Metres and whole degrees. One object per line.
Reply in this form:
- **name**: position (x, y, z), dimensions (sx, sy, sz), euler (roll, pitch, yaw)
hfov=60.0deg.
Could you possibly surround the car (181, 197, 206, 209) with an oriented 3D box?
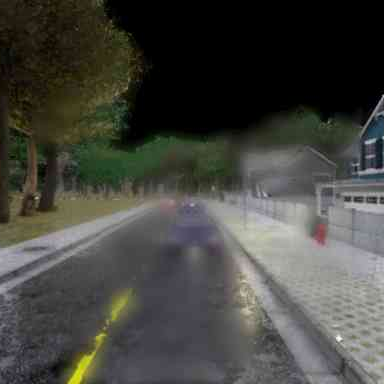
- **car**: position (0.093, 1.187, 29.182), dimensions (2.097, 1.767, 4.553), euler (0, 0, 0)

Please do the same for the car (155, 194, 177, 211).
- **car**: position (-2.842, 1.147, 37.107), dimensions (2.097, 1.767, 4.553), euler (0, 0, 0)

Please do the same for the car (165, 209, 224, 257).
- **car**: position (0.092, 1.526, 12.612), dimensions (1.895, 1.301, 4.718), euler (0, 0, 0)
